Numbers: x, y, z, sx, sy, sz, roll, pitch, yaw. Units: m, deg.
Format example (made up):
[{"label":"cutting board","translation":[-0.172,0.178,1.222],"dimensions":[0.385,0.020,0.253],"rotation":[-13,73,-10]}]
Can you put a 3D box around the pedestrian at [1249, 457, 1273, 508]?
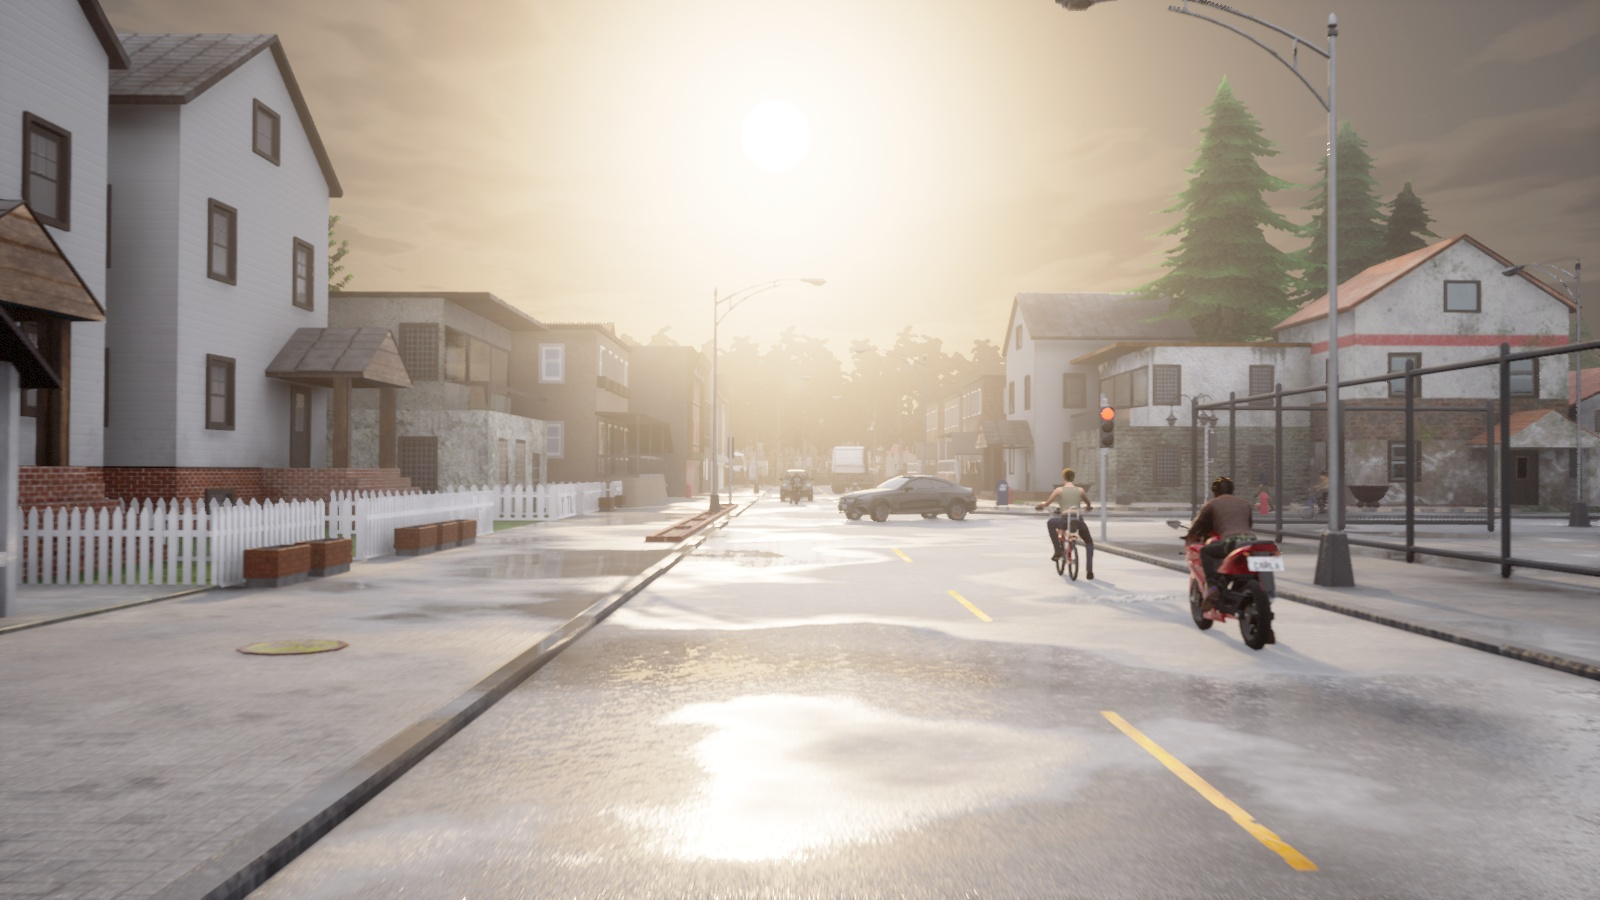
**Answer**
[{"label":"pedestrian","translation":[16.914,1.197,46.089],"dimensions":[0.726,1.842,0.402],"rotation":[0,-1,0]}]

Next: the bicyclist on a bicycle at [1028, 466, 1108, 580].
[{"label":"bicyclist on a bicycle","translation":[3.916,1.045,18.469],"dimensions":[0.866,1.612,1.509],"rotation":[0,-1,1]}]

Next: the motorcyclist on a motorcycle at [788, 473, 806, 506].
[{"label":"motorcyclist on a motorcycle","translation":[-0.145,1.851,59.750],"dimensions":[0.866,1.530,2.191],"rotation":[0,-1,0]}]

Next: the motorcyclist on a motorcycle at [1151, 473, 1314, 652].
[{"label":"motorcyclist on a motorcycle","translation":[3.974,0.977,11.736],"dimensions":[0.797,1.523,2.044],"rotation":[0,-1,0]}]

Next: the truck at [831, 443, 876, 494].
[{"label":"truck","translation":[3.772,1.331,90.371],"dimensions":[2.891,3.462,7.936],"rotation":[0,-1,0]}]

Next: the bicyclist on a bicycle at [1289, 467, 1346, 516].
[{"label":"bicyclist on a bicycle","translation":[17.175,1.381,41.690],"dimensions":[1.509,1.612,0.866],"rotation":[0,-1,0]}]

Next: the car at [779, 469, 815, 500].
[{"label":"car","translation":[-0.167,1.838,67.148],"dimensions":[1.851,1.617,3.988],"rotation":[0,-1,0]}]

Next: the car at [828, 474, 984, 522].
[{"label":"car","translation":[3.384,1.495,39.922],"dimensions":[4.674,1.442,1.812],"rotation":[0,-1,-28]}]
